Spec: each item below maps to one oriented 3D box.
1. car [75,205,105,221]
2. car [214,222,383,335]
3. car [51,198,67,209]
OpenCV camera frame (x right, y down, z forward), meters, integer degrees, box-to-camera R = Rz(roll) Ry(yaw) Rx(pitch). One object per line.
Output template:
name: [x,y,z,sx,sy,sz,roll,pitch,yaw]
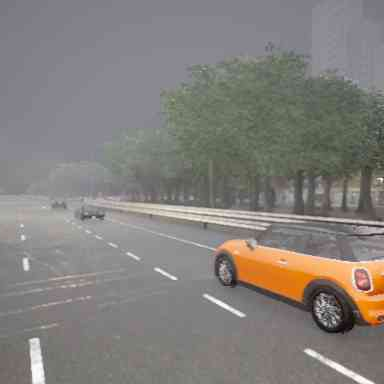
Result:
car: [-9.112,1.814,29.338,1.895,1.301,4.718,1,-1,-28]
car: [2.364,1.436,7.312,2.097,1.767,4.553,1,-1,-28]
car: [-20.703,1.696,51.677,2.097,1.767,4.553,1,-1,-26]
